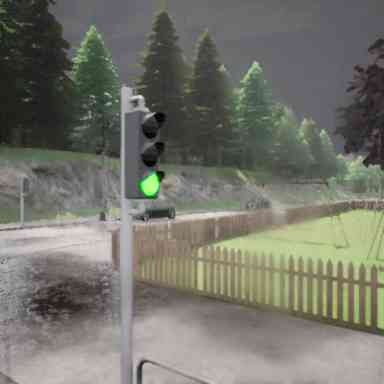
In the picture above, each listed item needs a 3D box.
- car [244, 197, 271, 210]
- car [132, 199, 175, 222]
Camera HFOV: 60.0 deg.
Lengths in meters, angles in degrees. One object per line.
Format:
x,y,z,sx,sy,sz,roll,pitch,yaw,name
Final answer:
8.417,1.460,42.309,1.837,1.490,4.892,0,0,36,car
-3.331,1.307,25.948,2.097,1.767,4.553,0,0,36,car
